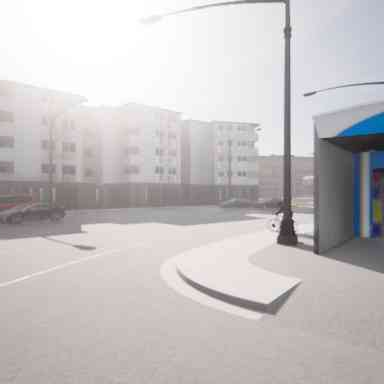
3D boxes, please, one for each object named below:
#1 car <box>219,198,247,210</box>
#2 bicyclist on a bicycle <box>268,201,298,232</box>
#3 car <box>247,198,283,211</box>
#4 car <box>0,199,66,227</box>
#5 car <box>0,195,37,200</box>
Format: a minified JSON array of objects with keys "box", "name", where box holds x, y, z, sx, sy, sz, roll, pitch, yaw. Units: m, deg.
[{"box":[5.675,1.516,43.284,4.674,1.442,1.812,0,0,-28],"name":"car"},{"box":[4.697,1.298,17.236,1.656,1.620,0.582,0,0,38],"name":"bicyclist on a bicycle"},{"box":[9.717,1.499,41.426,4.892,1.490,1.837,1,-1,-25],"name":"car"},{"box":[-11.136,1.482,22.993,2.128,1.511,4.902,0,0,33],"name":"car"},{"box":[-14.169,1.210,24.827,2.150,2.045,5.566,0,0,32],"name":"car"}]
